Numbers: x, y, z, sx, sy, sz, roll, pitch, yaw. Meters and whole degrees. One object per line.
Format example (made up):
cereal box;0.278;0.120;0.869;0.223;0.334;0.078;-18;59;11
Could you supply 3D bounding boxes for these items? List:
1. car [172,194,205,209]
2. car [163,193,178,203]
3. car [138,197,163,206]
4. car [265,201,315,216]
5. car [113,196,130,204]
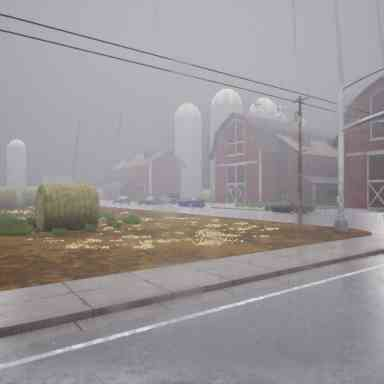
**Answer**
car;-0.226;1.456;45.742;1.882;1.535;5.008;0;0;-37
car;-3.987;1.127;57.637;3.866;1.878;1.905;-2;5;11
car;-7.334;1.485;55.302;1.812;1.442;4.674;0;0;-37
car;9.440;1.561;32.681;1.895;1.301;4.718;-1;0;-37
car;-13.461;1.507;63.598;1.812;1.442;4.674;0;0;-36
